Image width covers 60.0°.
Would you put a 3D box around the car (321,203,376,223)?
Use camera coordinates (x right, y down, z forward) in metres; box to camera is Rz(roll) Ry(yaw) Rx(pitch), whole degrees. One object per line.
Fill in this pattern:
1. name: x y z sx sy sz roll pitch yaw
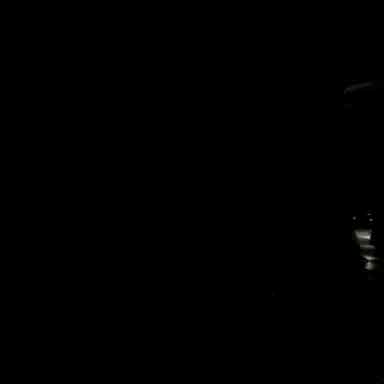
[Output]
1. car: 13.356 1.668 28.194 5.357 1.411 2.033 0 -1 -39

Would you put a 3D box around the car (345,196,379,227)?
1. car: 12.555 1.305 23.078 5.566 2.045 2.150 0 -1 -39
